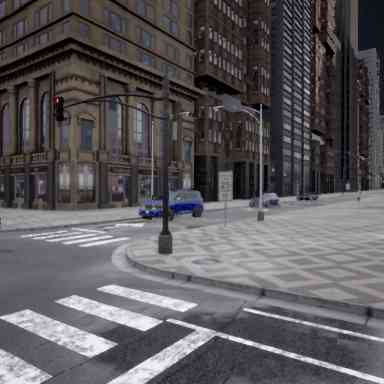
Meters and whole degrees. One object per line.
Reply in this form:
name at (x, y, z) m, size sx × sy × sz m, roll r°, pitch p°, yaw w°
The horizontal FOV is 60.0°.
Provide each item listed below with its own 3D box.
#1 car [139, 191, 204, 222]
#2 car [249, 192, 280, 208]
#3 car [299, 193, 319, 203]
car at (-1.303, 0.934, 23.957) m, size 2.150 × 2.045 × 5.566 m, roll 0°, pitch 1°, yaw 36°
car at (8.112, 0.846, 37.144) m, size 2.097 × 1.767 × 4.553 m, roll 0°, pitch 1°, yaw 36°
car at (17.759, 0.885, 50.509) m, size 1.895 × 1.301 × 4.718 m, roll 0°, pitch 1°, yaw 35°
